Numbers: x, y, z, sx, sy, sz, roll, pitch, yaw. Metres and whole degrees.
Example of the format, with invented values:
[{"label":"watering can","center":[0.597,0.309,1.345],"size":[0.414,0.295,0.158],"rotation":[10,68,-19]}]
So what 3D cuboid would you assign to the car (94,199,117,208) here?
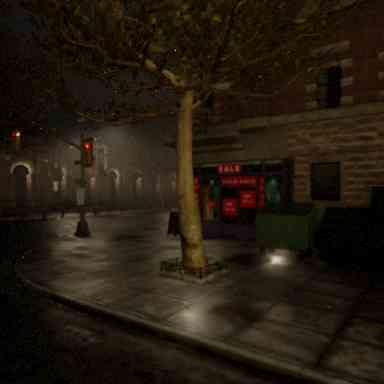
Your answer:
[{"label":"car","center":[-12.732,1.583,45.623],"size":[1.895,1.301,4.718],"rotation":[0,0,36]}]

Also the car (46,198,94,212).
[{"label":"car","center":[-14.194,1.467,38.272],"size":[1.882,1.535,5.008],"rotation":[0,0,36]}]

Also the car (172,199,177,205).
[{"label":"car","center":[-1.271,1.467,55.946],"size":[1.882,1.535,5.008],"rotation":[0,0,36]}]
